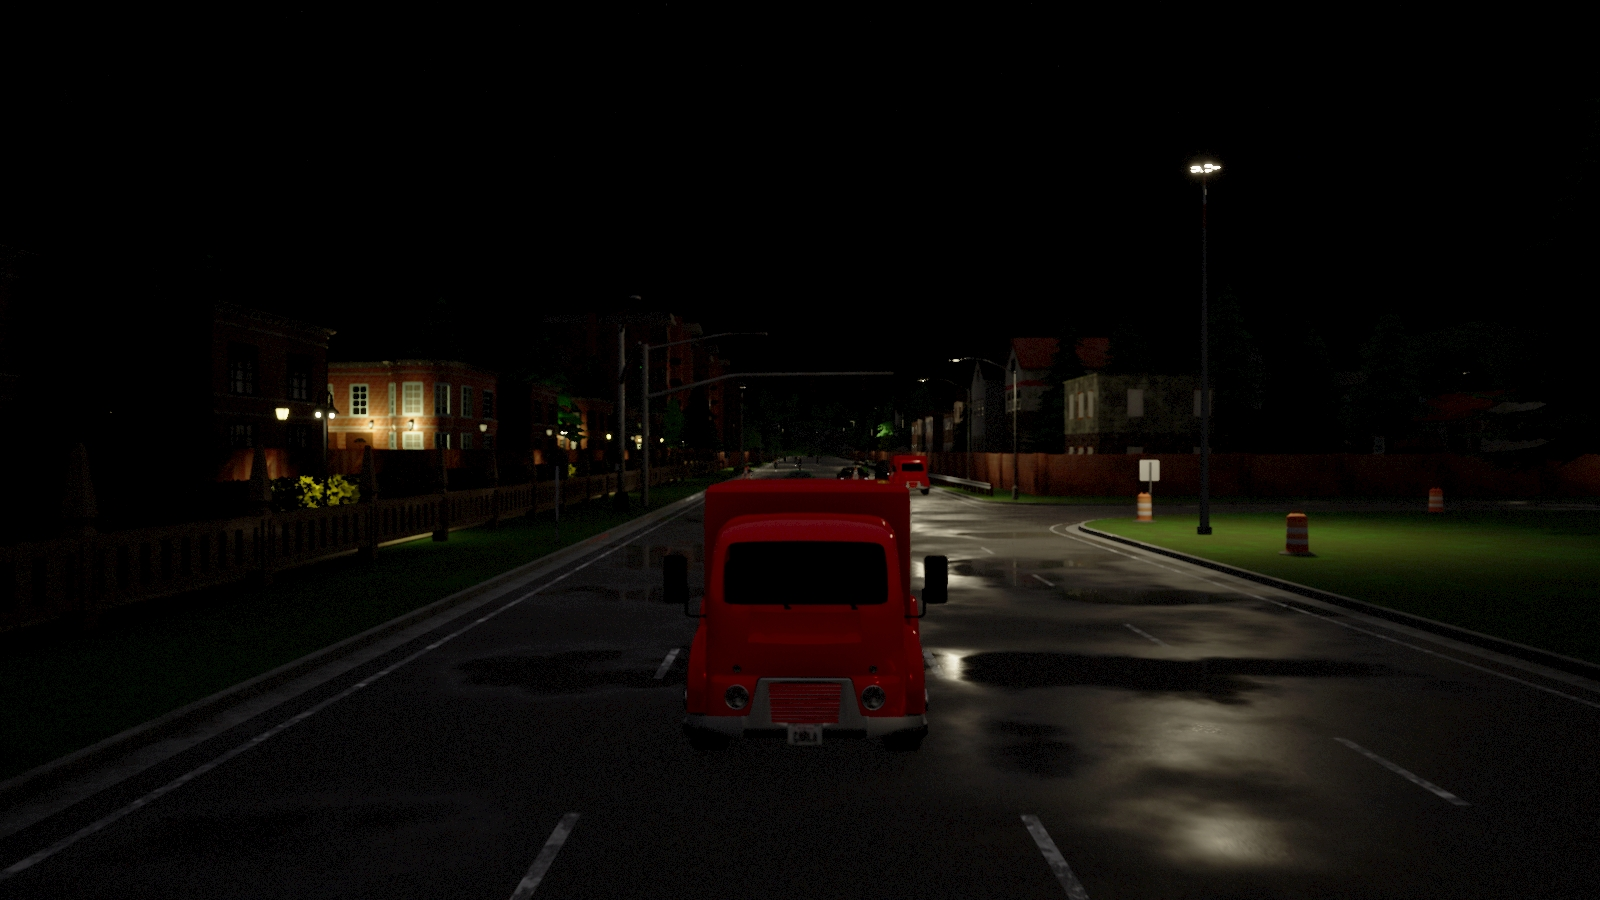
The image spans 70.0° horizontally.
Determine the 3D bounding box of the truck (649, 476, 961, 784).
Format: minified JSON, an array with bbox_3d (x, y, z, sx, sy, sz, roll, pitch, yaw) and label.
[{"bbox_3d":[0.083,1.571,12.218,2.627,2.467,5.204,0,0,1],"label":"truck"}]
